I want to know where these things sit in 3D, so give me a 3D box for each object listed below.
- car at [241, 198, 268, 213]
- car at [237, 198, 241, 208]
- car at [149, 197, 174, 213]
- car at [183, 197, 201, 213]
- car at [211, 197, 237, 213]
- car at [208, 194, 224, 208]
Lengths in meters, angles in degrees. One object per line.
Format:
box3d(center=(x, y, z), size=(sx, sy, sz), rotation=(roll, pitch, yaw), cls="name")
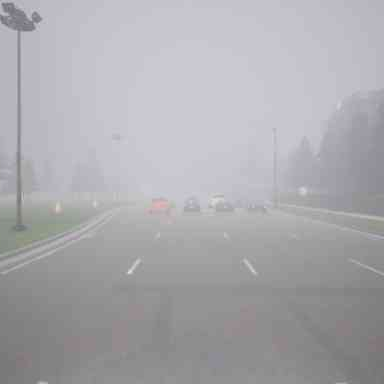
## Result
box3d(center=(7.005, 1.619, 37.100), size=(1.895, 1.301, 4.718), rotation=(0, 0, 0), cls="car")
box3d(center=(7.008, 1.571, 47.481), size=(2.033, 1.411, 5.357), rotation=(0, 0, 0), cls="car")
box3d(center=(-3.495, 1.370, 37.041), size=(2.097, 1.767, 4.553), rotation=(0, 0, 0), cls="car")
box3d(center=(0.005, 1.582, 37.045), size=(1.994, 1.385, 4.181), rotation=(0, 0, 0), cls="car")
box3d(center=(3.505, 1.582, 37.071), size=(1.994, 1.385, 4.181), rotation=(0, 0, 0), cls="car")
box3d(center=(3.508, 1.246, 47.362), size=(2.150, 2.045, 5.566), rotation=(0, 0, 0), cls="car")
